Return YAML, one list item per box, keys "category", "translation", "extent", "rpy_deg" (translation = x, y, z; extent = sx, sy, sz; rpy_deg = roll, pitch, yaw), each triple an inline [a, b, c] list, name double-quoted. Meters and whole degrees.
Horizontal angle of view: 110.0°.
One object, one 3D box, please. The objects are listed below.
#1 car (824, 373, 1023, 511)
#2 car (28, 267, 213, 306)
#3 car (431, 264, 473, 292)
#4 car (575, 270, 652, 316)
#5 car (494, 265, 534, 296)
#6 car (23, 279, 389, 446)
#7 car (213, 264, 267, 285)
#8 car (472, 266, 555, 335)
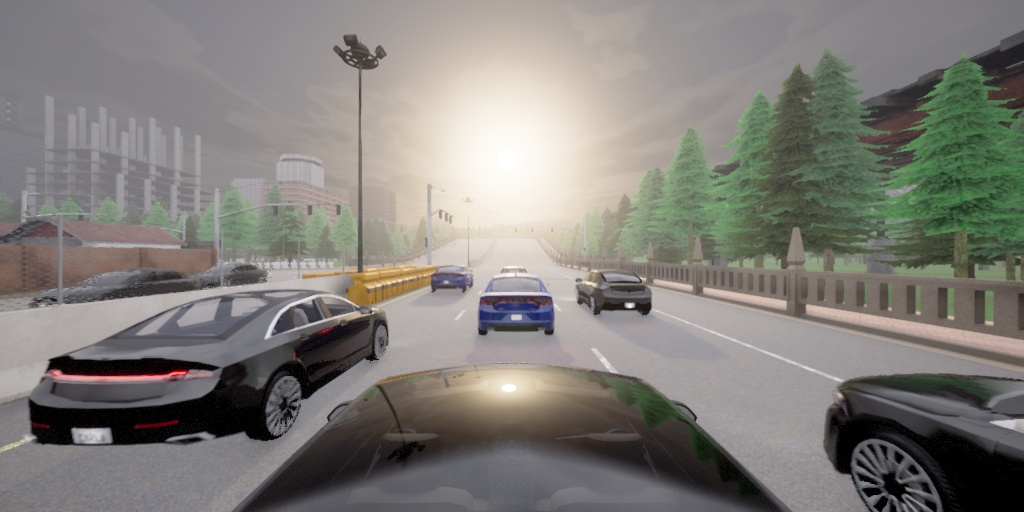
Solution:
- category: "car"
  translation: [3.597, 1.242, 1.065]
  extent: [2.128, 1.511, 4.902]
  rpy_deg: [0, 0, 0]
- category: "car"
  translation: [-14.091, 1.247, 13.209]
  extent: [1.837, 1.490, 4.892]
  rpy_deg: [0, 0, 0]
- category: "car"
  translation: [-3.395, 1.214, 21.022]
  extent: [1.882, 1.535, 5.008]
  rpy_deg: [0, 0, 0]
- category: "car"
  translation: [3.605, 1.247, 13.389]
  extent: [1.837, 1.490, 4.892]
  rpy_deg: [0, 0, 0]
- category: "car"
  translation: [0.106, 1.284, 20.568]
  extent: [2.033, 1.411, 5.357]
  rpy_deg: [0, 0, 0]
- category: "car"
  translation: [-3.400, 1.239, 5.330]
  extent: [2.128, 1.511, 4.902]
  rpy_deg: [0, 0, 0]
- category: "car"
  translation: [-17.548, 1.242, 22.356]
  extent: [1.837, 1.490, 4.892]
  rpy_deg: [0, -1, 1]
- category: "car"
  translation: [0.100, 1.221, 10.497]
  extent: [1.882, 1.535, 5.008]
  rpy_deg: [0, 0, 0]
